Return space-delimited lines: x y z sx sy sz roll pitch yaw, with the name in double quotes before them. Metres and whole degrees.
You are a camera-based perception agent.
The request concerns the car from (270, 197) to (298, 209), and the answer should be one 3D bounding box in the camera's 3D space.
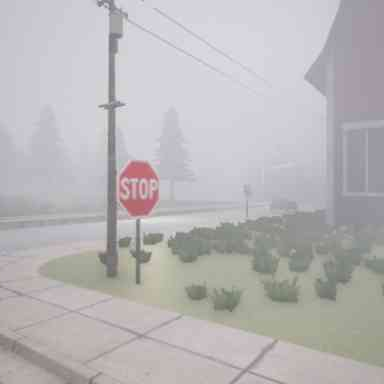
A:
"car" 11.011 1.357 39.587 2.097 1.767 4.553 0 0 36
